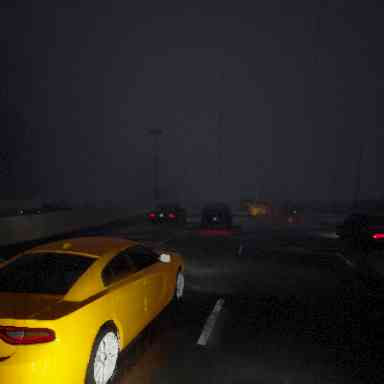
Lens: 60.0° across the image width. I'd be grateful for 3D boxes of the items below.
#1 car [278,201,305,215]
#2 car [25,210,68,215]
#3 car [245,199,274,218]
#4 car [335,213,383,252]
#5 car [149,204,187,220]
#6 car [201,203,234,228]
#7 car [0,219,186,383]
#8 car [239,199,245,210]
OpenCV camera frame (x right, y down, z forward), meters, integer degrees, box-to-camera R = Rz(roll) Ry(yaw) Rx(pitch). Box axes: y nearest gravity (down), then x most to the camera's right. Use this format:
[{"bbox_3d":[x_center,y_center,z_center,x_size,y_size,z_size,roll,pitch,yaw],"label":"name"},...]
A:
[{"bbox_3d":[10.124,1.602,34.292,1.895,1.301,4.718,0,0,5],"label":"car"},{"bbox_3d":[-11.901,1.603,27.166,1.895,1.301,4.718,0,0,7],"label":"car"},{"bbox_3d":[6.255,1.479,30.566,1.882,1.535,5.008,0,0,5],"label":"car"},{"bbox_3d":[7.411,1.548,13.617,2.033,1.411,5.357,0,0,10],"label":"car"},{"bbox_3d":[-1.582,1.548,23.634,2.033,1.411,5.357,0,0,8],"label":"car"},{"bbox_3d":[1.761,1.479,22.568,1.882,1.535,5.008,0,0,8],"label":"car"},{"bbox_3d":[-1.533,1.478,5.408,1.882,1.535,5.008,0,0,14],"label":"car"},{"bbox_3d":[7.067,1.549,42.166,2.033,1.411,5.357,0,0,2],"label":"car"}]
